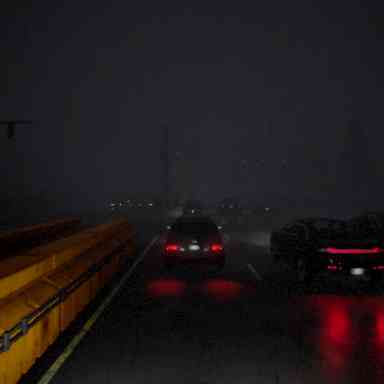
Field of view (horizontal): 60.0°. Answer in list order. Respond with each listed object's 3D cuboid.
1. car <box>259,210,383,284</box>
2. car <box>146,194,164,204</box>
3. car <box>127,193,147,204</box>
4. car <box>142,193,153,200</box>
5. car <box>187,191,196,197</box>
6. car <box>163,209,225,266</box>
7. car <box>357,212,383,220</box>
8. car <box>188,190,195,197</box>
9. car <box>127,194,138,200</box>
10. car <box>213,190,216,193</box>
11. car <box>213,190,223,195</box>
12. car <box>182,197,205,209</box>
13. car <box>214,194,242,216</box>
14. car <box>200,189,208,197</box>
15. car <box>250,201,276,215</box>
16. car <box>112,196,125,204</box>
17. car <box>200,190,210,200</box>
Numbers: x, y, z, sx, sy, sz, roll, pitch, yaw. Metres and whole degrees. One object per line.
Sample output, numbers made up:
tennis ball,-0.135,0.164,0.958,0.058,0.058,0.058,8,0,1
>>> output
car,3.563,1.491,9.558,2.128,1.511,4.902,0,0,0
car,-7.055,1.543,63.936,2.033,1.411,5.357,0,0,0
car,-10.559,1.218,63.888,2.150,2.045,5.566,0,0,0
car,-10.633,1.150,79.701,2.033,1.411,5.357,0,2,0
car,-0.141,1.019,81.104,1.882,1.535,5.008,0,3,0
car,0.073,1.547,11.436,2.033,1.411,5.357,0,0,0
car,7.094,1.488,12.624,2.128,1.511,4.902,0,0,1
car,-0.201,0.302,91.128,1.994,1.385,4.181,0,7,0
car,-14.131,1.184,79.296,1.994,1.385,4.181,0,2,0
car,6.799,0.250,91.164,1.837,1.490,4.892,0,7,0
car,6.858,1.041,81.147,1.837,1.490,4.892,0,3,0
car,0.079,1.503,32.932,1.837,1.490,4.892,0,0,0
car,3.578,1.350,32.603,2.097,1.767,4.553,0,0,0
car,3.299,0.250,91.143,1.837,1.490,4.892,0,7,0
car,7.079,1.562,33.349,1.994,1.385,4.181,0,0,0
car,-14.058,1.500,63.868,1.837,1.490,4.892,0,0,0
car,3.356,1.066,81.532,1.994,1.385,4.181,0,4,0
